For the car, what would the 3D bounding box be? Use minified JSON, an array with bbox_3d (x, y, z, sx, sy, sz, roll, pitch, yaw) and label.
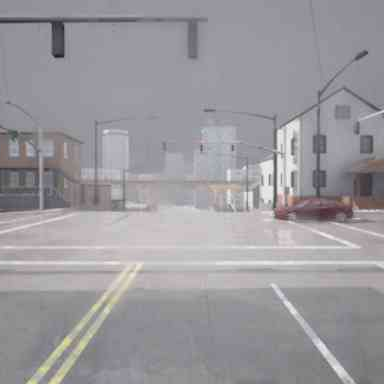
[{"bbox_3d":[7.914,1.207,21.837,5.008,1.535,1.882,-1,1,0],"label":"car"}]
